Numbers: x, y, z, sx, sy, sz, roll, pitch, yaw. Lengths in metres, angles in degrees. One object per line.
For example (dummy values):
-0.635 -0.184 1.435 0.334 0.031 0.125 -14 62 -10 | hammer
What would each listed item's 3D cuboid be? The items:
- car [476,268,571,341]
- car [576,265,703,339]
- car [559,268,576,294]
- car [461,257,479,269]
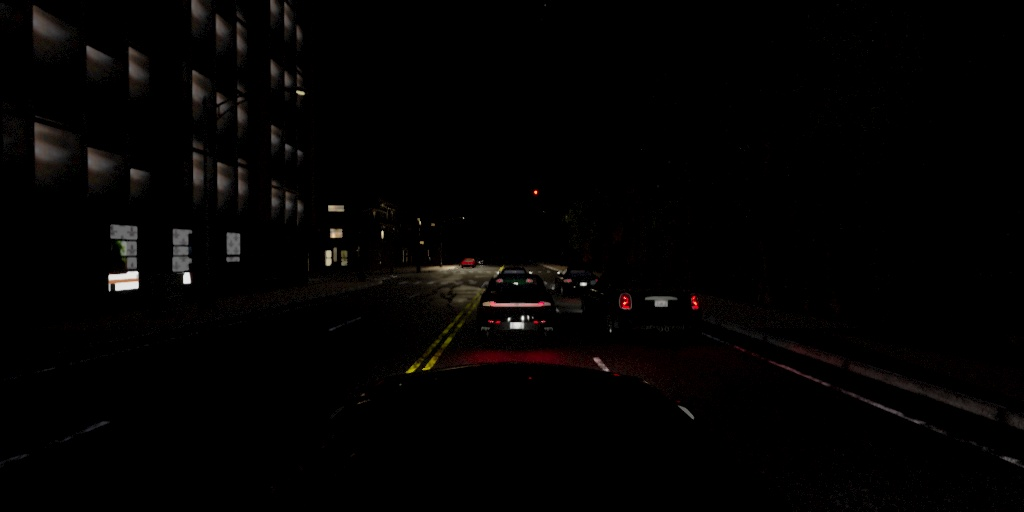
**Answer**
0.108 1.230 9.873 2.128 1.511 4.902 0 0 0 | car
3.358 1.091 10.183 2.097 1.767 4.553 0 0 0 | car
3.363 1.291 18.792 1.994 1.385 4.181 0 0 0 | car
-6.587 1.157 54.888 1.882 1.535 5.008 0 0 0 | car
